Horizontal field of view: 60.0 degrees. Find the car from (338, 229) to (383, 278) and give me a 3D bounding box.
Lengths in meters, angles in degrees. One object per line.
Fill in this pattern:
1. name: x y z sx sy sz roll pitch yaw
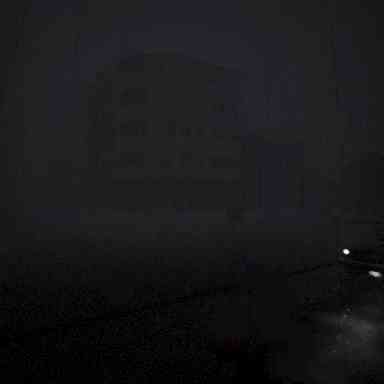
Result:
1. car: 5.969 1.543 8.862 4.718 1.301 1.895 0 0 -35
